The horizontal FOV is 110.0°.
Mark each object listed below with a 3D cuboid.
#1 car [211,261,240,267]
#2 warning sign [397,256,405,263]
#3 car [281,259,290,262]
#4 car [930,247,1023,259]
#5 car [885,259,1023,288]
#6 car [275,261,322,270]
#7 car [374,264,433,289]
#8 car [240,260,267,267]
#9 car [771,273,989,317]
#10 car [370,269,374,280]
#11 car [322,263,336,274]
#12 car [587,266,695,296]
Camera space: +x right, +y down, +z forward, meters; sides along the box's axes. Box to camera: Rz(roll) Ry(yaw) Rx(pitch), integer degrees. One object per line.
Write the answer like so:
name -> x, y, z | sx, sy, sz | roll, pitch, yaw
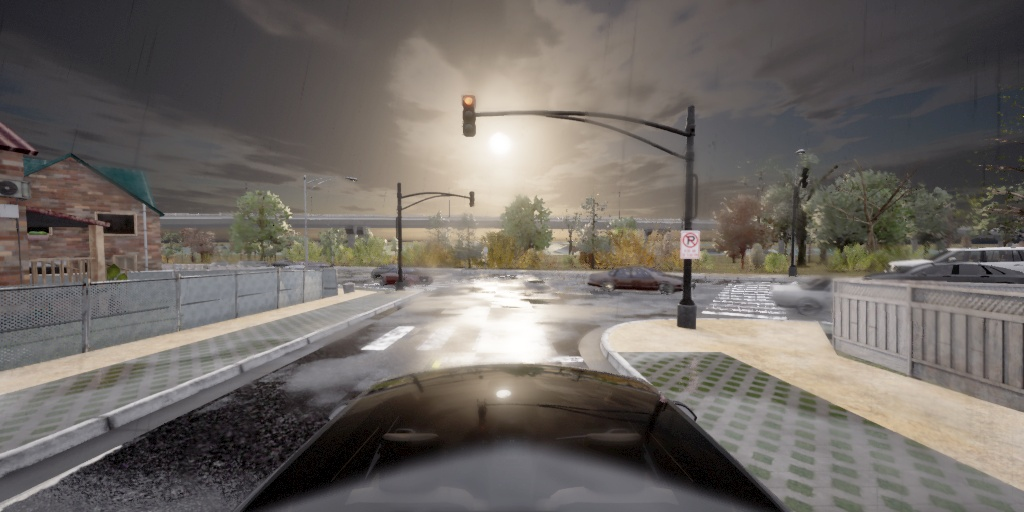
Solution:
car -> -39.456, 1.542, 48.836 | 4.553, 1.767, 2.097 | 0, 2, 36
warning sign -> -14.327, 0.719, 46.220 | 1.060, 1.860, 1.300 | 0, 0, 36
car -> -29.870, 1.439, 50.053 | 4.674, 1.442, 1.812 | -1, 1, 36
car -> 21.506, 0.611, 16.833 | 5.566, 2.045, 2.150 | 0, 2, 36
car -> 18.203, 1.017, 15.226 | 4.892, 1.490, 1.837 | -1, 2, 36
car -> -21.160, 1.560, 35.476 | 4.674, 1.442, 1.812 | 0, 2, 36
car -> -7.571, 1.488, 25.585 | 4.181, 1.385, 1.994 | 0, 2, 37
car -> -37.977, 1.433, 51.780 | 4.553, 1.767, 2.097 | 0, 2, 36
car -> 11.470, 1.366, 11.853 | 4.718, 1.301, 1.895 | 0, 2, 36
car -> -10.729, 1.417, 31.934 | 4.181, 1.385, 1.994 | 0, 2, 36
car -> -21.091, 1.502, 39.442 | 4.181, 1.385, 1.994 | -1, 2, 36
car -> 6.768, 1.256, 19.256 | 5.357, 1.411, 2.033 | 0, 2, 36
